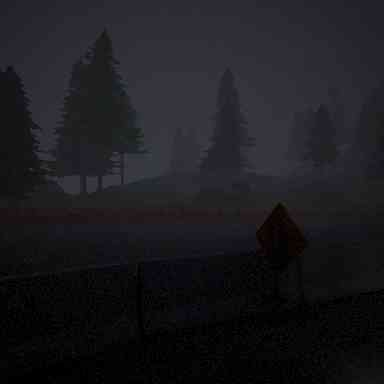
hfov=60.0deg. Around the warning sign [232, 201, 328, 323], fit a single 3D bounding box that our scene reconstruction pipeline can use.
[{"bbox_3d":[1.548,1.117,5.996,1.060,1.860,1.300,1,0,-30],"label":"warning sign"}]
